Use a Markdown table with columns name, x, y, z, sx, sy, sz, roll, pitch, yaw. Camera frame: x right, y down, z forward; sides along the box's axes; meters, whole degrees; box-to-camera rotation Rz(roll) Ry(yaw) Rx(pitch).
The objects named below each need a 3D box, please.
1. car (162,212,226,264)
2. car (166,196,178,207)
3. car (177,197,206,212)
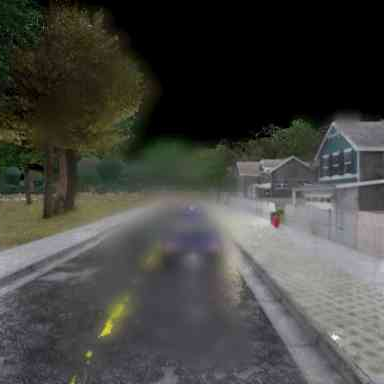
| name | x | y | z | sx | sy | sz | roll | pitch | yaw |
| --- | --- | --- | --- | --- | --- | --- | --- | --- | --- |
| car | 0.065 | 1.621 | 11.823 | 1.895 | 1.301 | 4.718 | 0 | 0 | 0 |
| car | -2.809 | 1.463 | 51.891 | 2.097 | 1.767 | 4.553 | 0 | 0 | 0 |
| car | 0.074 | 1.402 | 27.969 | 2.097 | 1.767 | 4.553 | 0 | 0 | 0 |
